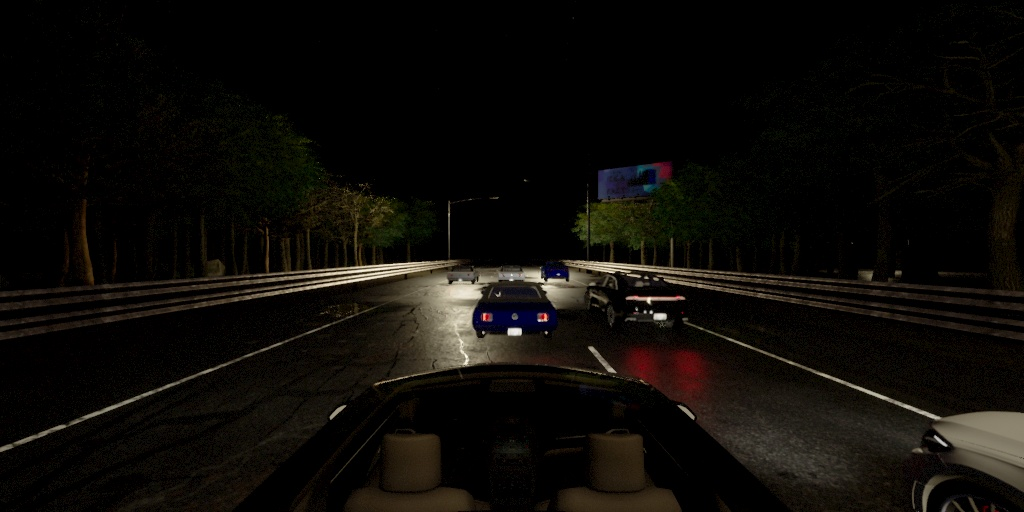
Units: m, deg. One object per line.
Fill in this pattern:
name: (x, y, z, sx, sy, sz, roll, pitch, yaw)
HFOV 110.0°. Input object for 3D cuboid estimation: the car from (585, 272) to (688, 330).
car: (3.550, 1.242, 11.058, 2.128, 1.511, 4.902, 0, 0, 0)

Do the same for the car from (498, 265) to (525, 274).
car: (-0.037, 1.351, 26.818, 1.895, 1.301, 4.718, 0, 0, 0)

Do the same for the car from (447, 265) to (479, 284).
car: (-3.536, 1.351, 26.756, 1.895, 1.301, 4.718, 0, 0, 0)

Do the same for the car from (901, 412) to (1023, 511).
car: (3.620, 1.276, 0.480, 1.812, 1.442, 4.674, 0, 0, 0)

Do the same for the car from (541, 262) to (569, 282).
car: (3.450, 1.227, 29.347, 1.882, 1.535, 5.008, 0, 0, -1)

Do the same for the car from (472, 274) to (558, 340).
car: (0.055, 1.351, 9.973, 1.895, 1.301, 4.718, 0, 0, 0)
